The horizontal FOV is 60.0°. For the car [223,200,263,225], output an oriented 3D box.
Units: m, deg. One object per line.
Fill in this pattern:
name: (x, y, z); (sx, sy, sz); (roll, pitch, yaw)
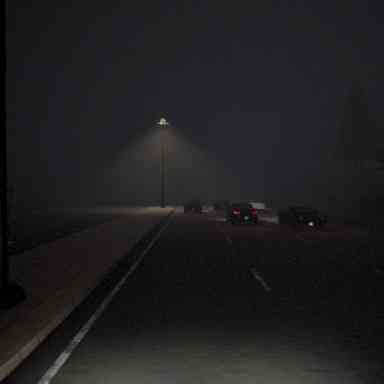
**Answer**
car: (3.604, 1.526, 24.298); (1.812, 1.442, 4.674); (0, 0, 0)

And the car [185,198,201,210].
car: (0.107, 1.564, 44.586); (1.994, 1.385, 4.181); (0, 0, 0)

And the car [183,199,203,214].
car: (0.100, 1.526, 35.826); (1.812, 1.442, 4.674); (0, 0, 0)

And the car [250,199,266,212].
car: (7.102, 1.526, 37.736); (1.812, 1.442, 4.674); (0, 0, 0)

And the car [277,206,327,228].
car: (7.104, 1.601, 22.035); (1.895, 1.301, 4.718); (0, 0, 0)

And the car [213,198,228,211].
car: (3.607, 1.491, 40.222); (2.128, 1.511, 4.902); (0, 0, 0)
